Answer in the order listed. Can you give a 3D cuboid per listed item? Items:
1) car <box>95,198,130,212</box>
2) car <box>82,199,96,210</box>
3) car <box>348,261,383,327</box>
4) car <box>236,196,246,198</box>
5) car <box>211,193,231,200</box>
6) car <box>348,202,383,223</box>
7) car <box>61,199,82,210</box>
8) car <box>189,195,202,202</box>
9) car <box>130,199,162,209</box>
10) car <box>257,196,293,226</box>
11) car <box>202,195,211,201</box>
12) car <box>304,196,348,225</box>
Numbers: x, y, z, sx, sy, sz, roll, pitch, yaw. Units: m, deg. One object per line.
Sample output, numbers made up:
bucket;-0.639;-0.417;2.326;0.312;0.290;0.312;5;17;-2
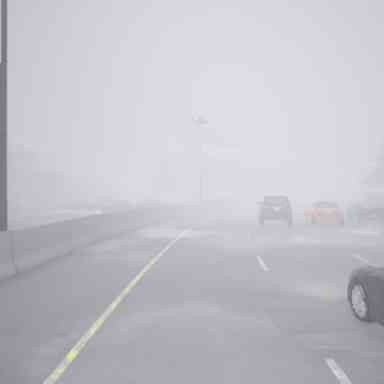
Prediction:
car;-8.743;1.578;39.094;2.033;1.411;5.357;0;0;15
car;-11.441;1.533;42.287;1.837;1.490;4.892;0;0;16
car;3.762;1.525;4.312;1.837;1.490;4.892;0;0;2
car;11.325;1.630;77.395;2.033;1.411;5.357;0;0;30
car;7.081;1.301;77.077;2.150;2.045;5.566;0;0;30
car;13.561;1.558;26.198;1.882;1.535;5.008;0;0;12
car;-14.926;1.582;42.818;1.994;1.385;4.181;0;0;16
car;1.127;1.410;80.762;2.097;1.767;4.553;0;0;30
car;-5.052;1.520;39.174;1.882;1.535;5.008;0;0;16
car;6.022;1.276;24.314;2.150;2.045;5.566;0;0;11
car;4.948;1.534;80.355;1.812;1.442;4.674;0;0;30
car;9.690;1.418;24.673;2.097;1.767;4.553;0;0;11
